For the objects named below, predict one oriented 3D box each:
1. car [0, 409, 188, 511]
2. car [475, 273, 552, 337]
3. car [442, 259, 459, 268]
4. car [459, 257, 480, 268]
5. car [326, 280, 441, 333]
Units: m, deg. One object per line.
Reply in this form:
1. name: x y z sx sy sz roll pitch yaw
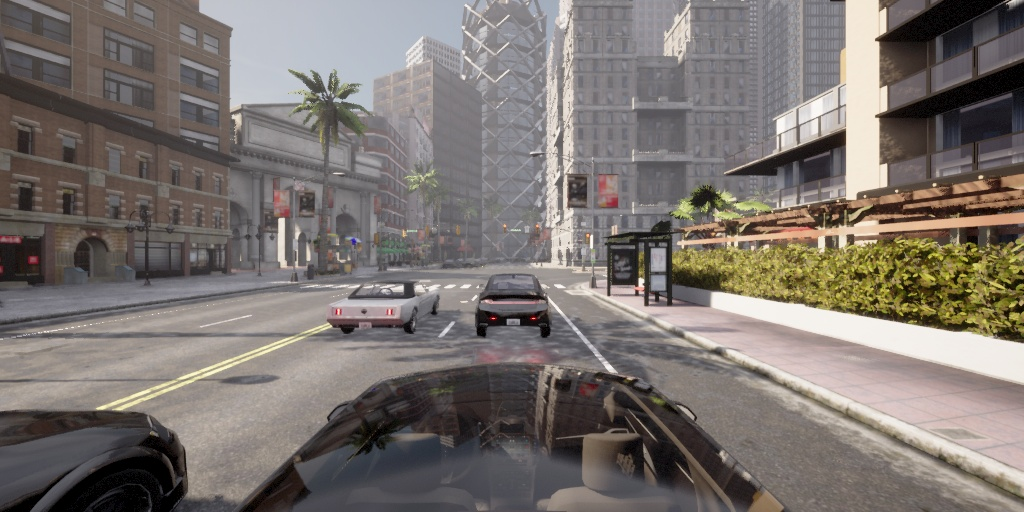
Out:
1. car: -3.392 1.314 0.889 1.994 1.385 4.181 0 0 0
2. car: 0.042 1.242 10.329 2.128 1.511 4.902 0 0 0
3. car: -10.694 1.297 61.689 2.033 1.411 5.357 0 0 0
4. car: -7.196 1.101 61.295 2.097 1.767 4.553 0 0 0
5. car: -3.457 1.351 10.708 1.895 1.301 4.718 0 0 0
